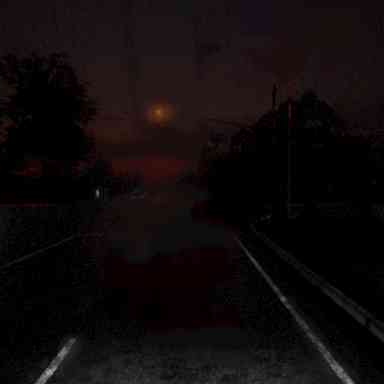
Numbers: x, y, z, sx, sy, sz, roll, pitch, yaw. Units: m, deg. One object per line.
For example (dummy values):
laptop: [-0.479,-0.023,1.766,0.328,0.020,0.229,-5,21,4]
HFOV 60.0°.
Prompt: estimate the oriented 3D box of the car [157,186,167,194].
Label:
car: [-6.933,-0.425,78.110,2.097,1.767,4.553,0,2,-2]

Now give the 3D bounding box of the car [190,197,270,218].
car: [2.580,1.055,23.145,5.357,1.411,2.033,0,1,-3]

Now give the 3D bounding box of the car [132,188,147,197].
car: [-10.096,0.164,62.570,1.812,1.442,4.674,0,1,0]

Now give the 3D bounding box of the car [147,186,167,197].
car: [-6.579,-0.143,62.693,2.150,2.045,5.566,0,1,0]

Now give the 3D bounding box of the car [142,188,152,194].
car: [-10.427,-0.223,77.890,1.994,1.385,4.181,0,2,-2]
